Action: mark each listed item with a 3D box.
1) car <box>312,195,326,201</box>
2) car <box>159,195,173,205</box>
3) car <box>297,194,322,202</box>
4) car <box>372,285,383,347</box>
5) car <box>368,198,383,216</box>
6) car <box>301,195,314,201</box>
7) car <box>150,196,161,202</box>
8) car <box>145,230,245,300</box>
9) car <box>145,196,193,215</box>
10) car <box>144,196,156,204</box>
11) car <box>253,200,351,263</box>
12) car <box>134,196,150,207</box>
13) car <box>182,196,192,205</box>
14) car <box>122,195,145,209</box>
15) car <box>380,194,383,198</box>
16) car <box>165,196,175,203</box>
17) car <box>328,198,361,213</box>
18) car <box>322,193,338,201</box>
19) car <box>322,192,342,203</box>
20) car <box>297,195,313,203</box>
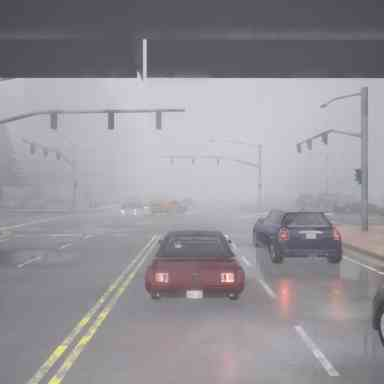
[{"bbox_3d":[30.842,1.372,80.712,1.784,1.438,3.905,0,0,0],"label":"car"},{"bbox_3d":[-4.529,1.358,58.605,2.097,1.767,4.553,0,0,0],"label":"car"},{"bbox_3d":[16.663,1.158,48.162,1.932,1.855,4.605,0,0,0],"label":"car"},{"bbox_3d":[3.601,1.505,3.035,1.837,1.490,4.892,0,0,0],"label":"car"},{"bbox_3d":[19.266,1.508,30.397,4.892,1.490,1.837,0,0,1],"label":"car"},{"bbox_3d":[27.947,1.404,80.706,1.970,1.475,3.806,0,0,0],"label":"car"},{"bbox_3d":[-8.044,1.560,73.989,1.994,1.385,4.181,0,0,0],"label":"car"},{"bbox_3d":[0.070,1.602,8.359,1.895,1.301,4.718,0,0,0],"label":"car"},{"bbox_3d":[-2.284,1.481,33.966,1.882,1.535,5.008,1,1,30],"label":"car"},{"bbox_3d":[-8.025,1.532,63.976,1.812,1.442,4.674,0,0,0],"label":"car"},{"bbox_3d":[3.585,1.353,12.124,2.097,1.767,4.553,0,0,0],"label":"car"},{"bbox_3d":[-8.012,1.483,53.971,1.882,1.535,5.008,0,0,0],"label":"car"},{"bbox_3d":[-0.838,1.532,58.299,1.812,1.442,4.674,0,0,0],"label":"car"},{"bbox_3d":[-8.030,1.357,44.800,2.097,1.767,4.553,0,0,2],"label":"car"},{"bbox_3d":[39.115,1.160,65.723,1.932,1.855,4.605,0,0,0],"label":"car"},{"bbox_3d":[-4.517,1.608,68.760,1.895,1.301,4.718,0,0,0],"label":"car"},{"bbox_3d":[16.682,1.567,33.930,4.181,1.385,1.994,0,0,1],"label":"car"},{"bbox_3d":[33.525,1.162,80.770,1.932,1.855,4.605,0,0,0],"label":"car"},{"bbox_3d":[19.557,1.161,48.115,1.905,1.878,3.866,0,0,0],"label":"car"},{"bbox_3d":[22.218,1.402,65.589,1.970,1.475,3.806,0,0,0],"label":"car"}]
